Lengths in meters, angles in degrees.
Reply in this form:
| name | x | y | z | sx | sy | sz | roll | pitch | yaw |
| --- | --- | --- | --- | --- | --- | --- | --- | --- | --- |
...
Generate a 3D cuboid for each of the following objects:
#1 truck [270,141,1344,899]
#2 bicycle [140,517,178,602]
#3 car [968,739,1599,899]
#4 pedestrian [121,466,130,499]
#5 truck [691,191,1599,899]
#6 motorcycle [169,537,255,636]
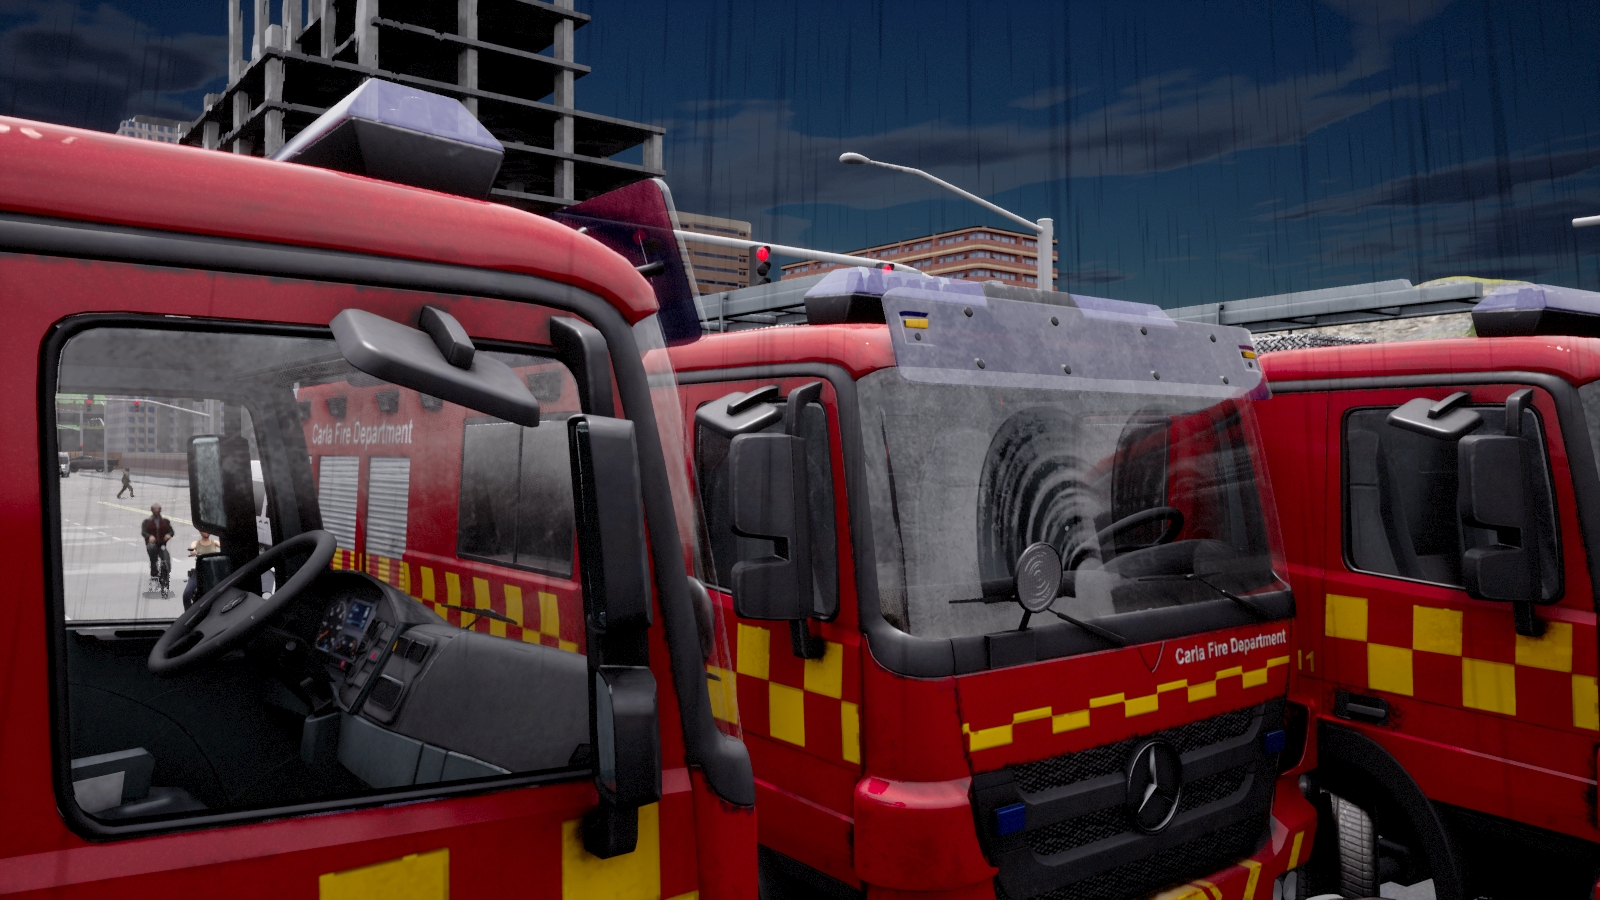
| name | x | y | z | sx | sy | sz | roll | pitch | yaw |
| --- | --- | --- | --- | --- | --- | --- | --- | --- | --- |
| truck | -1.099 | 0.890 | 8.003 | 2.891 | 3.827 | 8.468 | 0 | 0 | -38 |
| bicycle | -12.209 | 2.060 | 21.754 | 0.329 | 1.471 | 1.835 | 0 | 0 | -39 |
| car | 2.437 | 2.065 | 3.109 | 1.970 | 1.475 | 3.806 | 0 | 0 | -30 |
| pedestrian | -38.120 | 1.835 | 64.593 | 0.375 | 1.860 | 0.375 | 0 | 0 | -39 |
| truck | 2.348 | 0.890 | 8.605 | 2.891 | 3.827 | 8.468 | 0 | 0 | -31 |
| motorcycle | -9.533 | 2.155 | 18.464 | 0.764 | 1.307 | 2.356 | 0 | 0 | -39 |
